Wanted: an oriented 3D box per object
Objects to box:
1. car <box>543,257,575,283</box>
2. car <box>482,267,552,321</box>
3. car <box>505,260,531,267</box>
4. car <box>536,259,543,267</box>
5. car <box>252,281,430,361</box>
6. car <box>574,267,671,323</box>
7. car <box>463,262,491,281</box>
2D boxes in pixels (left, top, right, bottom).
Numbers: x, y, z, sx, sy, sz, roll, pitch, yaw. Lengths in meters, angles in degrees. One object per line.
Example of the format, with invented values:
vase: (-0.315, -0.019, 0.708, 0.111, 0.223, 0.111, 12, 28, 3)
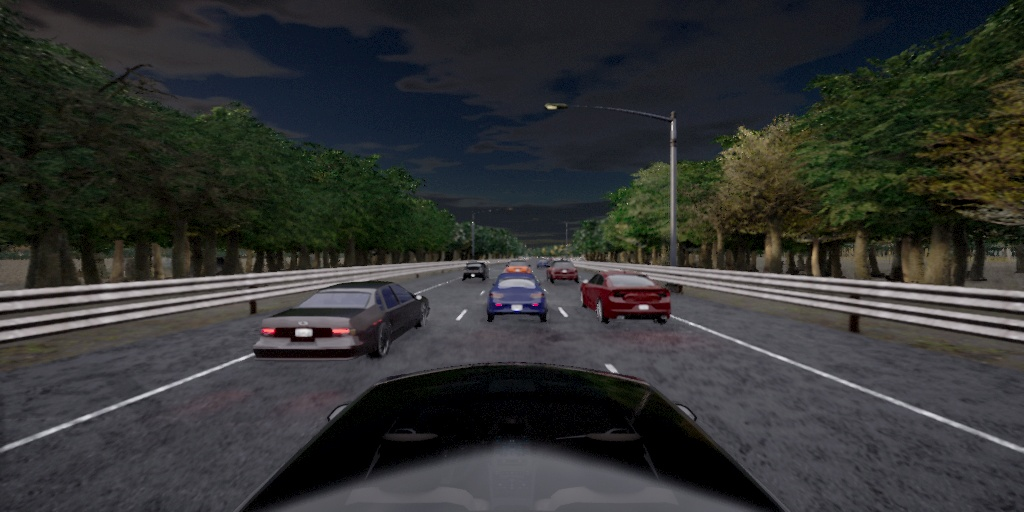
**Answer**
car: (3.852, 1.118, 28.065, 2.097, 1.767, 4.553, 0, 0, 2)
car: (0.155, 1.273, 12.332, 1.812, 1.442, 4.674, 0, 0, 0)
car: (0.513, 1.122, 30.065, 2.097, 1.767, 4.553, 0, 0, 2)
car: (5.443, 1.287, 63.835, 2.097, 1.767, 4.553, 0, 0, 4)
car: (-3.374, 1.294, 8.346, 2.033, 1.411, 5.357, 0, 0, 0)
car: (3.561, 1.228, 12.095, 1.882, 1.535, 5.008, 0, 0, 1)
car: (-2.979, 1.274, 30.410, 1.837, 1.490, 4.892, 0, 0, 2)
